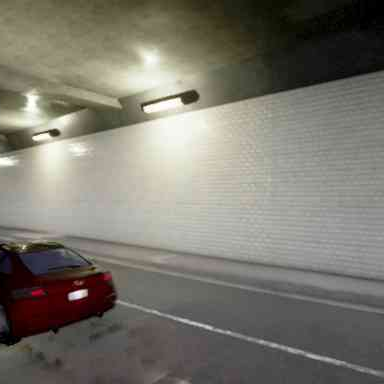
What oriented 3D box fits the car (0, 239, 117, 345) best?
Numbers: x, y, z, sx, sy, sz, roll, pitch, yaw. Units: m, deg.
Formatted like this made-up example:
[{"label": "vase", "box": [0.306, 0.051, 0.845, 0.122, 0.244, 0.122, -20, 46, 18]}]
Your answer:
[{"label": "car", "box": [-3.417, 1.660, 6.655, 4.181, 1.385, 1.994, -1, -1, 38]}]
